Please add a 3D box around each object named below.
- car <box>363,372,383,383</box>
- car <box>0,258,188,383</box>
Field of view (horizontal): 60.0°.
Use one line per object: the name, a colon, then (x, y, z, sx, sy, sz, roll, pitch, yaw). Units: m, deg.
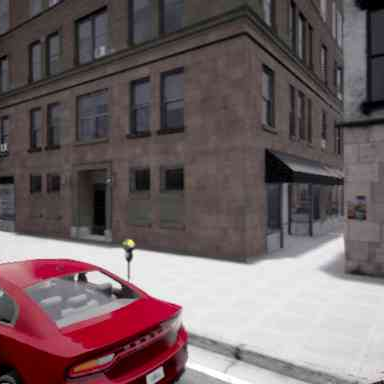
car: (2.471, 1.435, 1.047, 4.097, 1.590, 1.967, 0, 0, 36)
car: (-2.154, 1.560, 4.347, 4.507, 1.381, 1.887, 0, 0, 36)
